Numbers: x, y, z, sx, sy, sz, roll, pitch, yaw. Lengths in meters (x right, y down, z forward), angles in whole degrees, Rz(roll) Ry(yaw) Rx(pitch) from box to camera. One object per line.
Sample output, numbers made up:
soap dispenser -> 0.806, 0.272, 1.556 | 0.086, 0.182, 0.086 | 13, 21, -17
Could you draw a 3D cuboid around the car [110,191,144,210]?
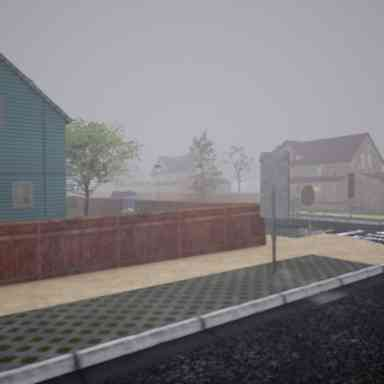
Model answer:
car -> -7.252, 0.867, 36.885 | 2.150, 2.045, 5.566 | -1, 1, -35
